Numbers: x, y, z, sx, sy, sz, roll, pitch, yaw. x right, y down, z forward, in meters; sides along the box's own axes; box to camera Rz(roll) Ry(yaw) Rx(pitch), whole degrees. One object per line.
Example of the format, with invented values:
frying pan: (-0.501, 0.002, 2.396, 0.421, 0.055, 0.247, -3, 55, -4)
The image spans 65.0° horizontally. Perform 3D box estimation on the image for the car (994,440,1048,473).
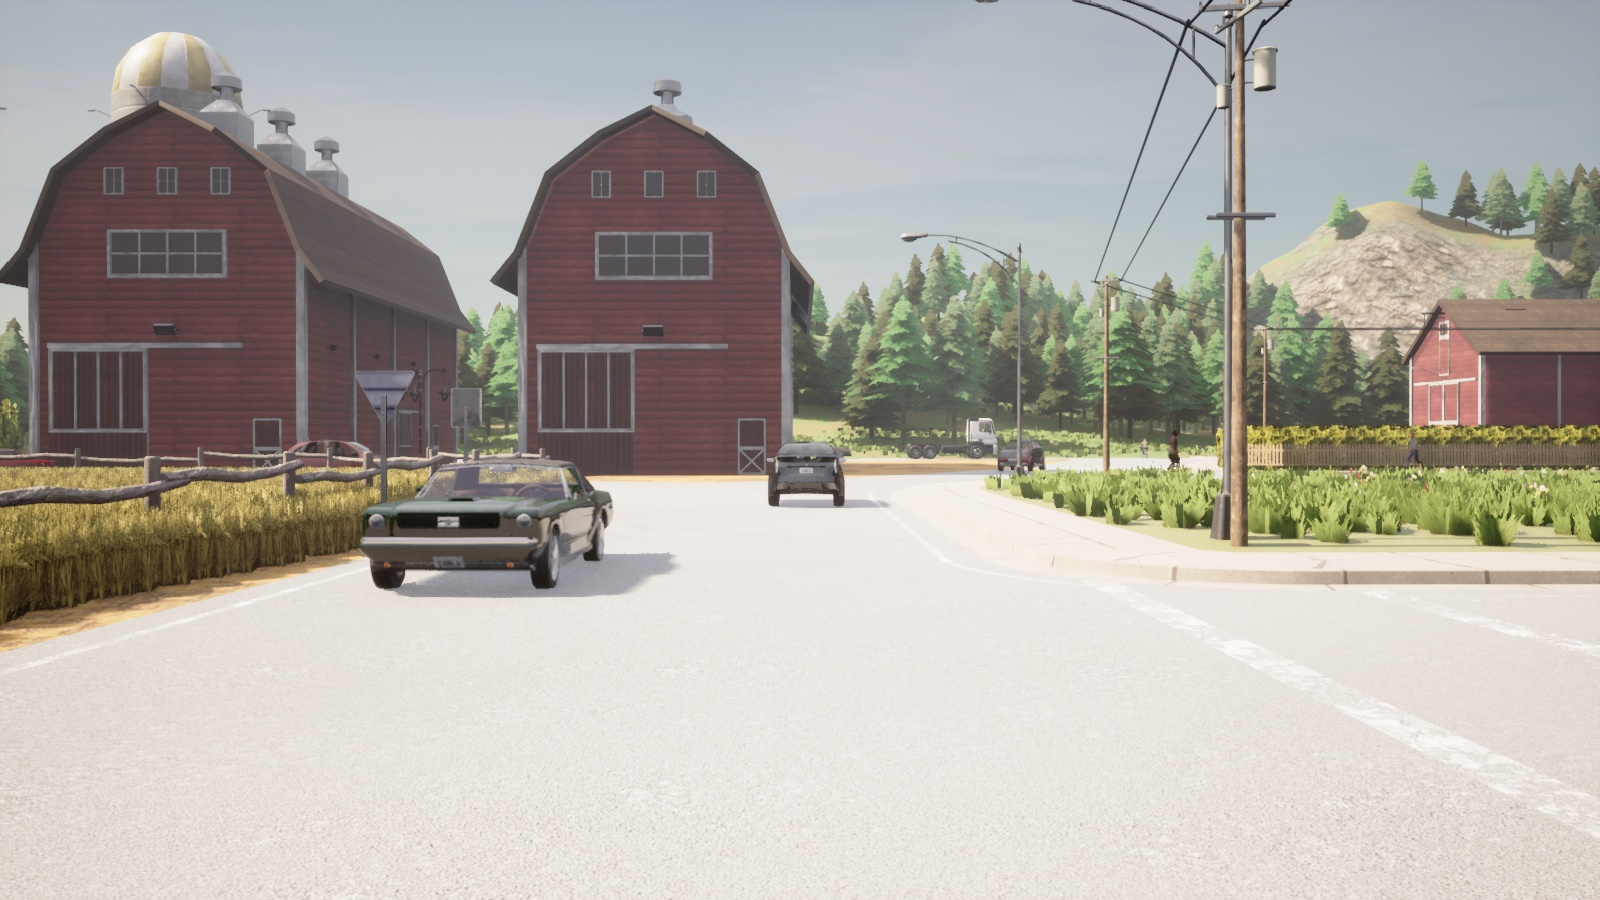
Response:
car: (10.749, 0.286, 61.034, 1.789, 1.549, 3.705, 0, 0, 23)

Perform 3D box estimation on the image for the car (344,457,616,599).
car: (-3.412, 0.762, 14.393, 1.895, 1.301, 4.718, 0, 0, 0)

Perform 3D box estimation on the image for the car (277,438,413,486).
car: (-15.555, 0.386, 43.084, 3.988, 1.617, 1.851, 0, 0, -3)

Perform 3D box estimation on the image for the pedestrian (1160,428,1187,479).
pedestrian: (13.222, 0.125, 44.450, 0.869, 1.805, 0.328, 0, 0, -6)

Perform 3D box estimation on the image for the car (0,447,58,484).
car: (-30.044, 0.561, 45.845, 4.718, 1.301, 1.895, 0, 0, -3)

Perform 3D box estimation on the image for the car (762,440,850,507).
car: (0.156, 0.517, 30.843, 2.007, 1.525, 4.514, 0, 0, 0)

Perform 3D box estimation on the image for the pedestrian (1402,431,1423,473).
pedestrian: (28.215, 0.094, 57.864, 0.788, 1.949, 0.423, 0, 0, -7)
